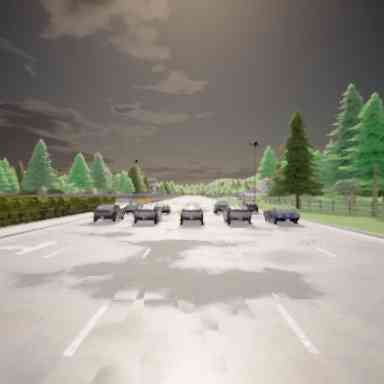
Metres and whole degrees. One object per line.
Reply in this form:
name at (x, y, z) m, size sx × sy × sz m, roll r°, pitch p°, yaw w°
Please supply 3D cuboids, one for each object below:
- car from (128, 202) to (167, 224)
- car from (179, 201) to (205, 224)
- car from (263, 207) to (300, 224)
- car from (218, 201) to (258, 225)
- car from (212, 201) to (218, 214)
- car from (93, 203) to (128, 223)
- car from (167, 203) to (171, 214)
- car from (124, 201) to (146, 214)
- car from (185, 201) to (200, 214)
car at (-3.488, 1.714, 26.978) m, size 2.128 × 1.511 × 4.902 m, roll 0°, pitch 0°, yaw 0°
car at (0.009, 1.712, 26.755) m, size 2.128 × 1.511 × 4.902 m, roll 0°, pitch 0°, yaw 0°
car at (7.007, 1.818, 26.539) m, size 1.895 × 1.301 × 4.718 m, roll 0°, pitch 0°, yaw 0°
car at (3.505, 1.708, 26.336) m, size 2.128 × 1.511 × 4.902 m, roll 0°, pitch 0°, yaw 0°
car at (3.541, 1.835, 40.282) m, size 1.837 × 1.490 × 4.892 m, roll 0°, pitch 0°, yaw 0°
car at (-6.936, 1.738, 28.152) m, size 1.837 × 1.490 × 4.892 m, roll 0°, pitch 0°, yaw 0°
car at (-3.465, 1.922, 39.296) m, size 1.895 × 1.301 × 4.718 m, roll 0°, pitch 0°, yaw 1°
car at (-6.954, 1.899, 40.895) m, size 1.994 × 1.385 × 4.181 m, roll 0°, pitch 0°, yaw 0°
car at (0.046, 1.861, 41.118) m, size 1.812 × 1.442 × 4.674 m, roll 0°, pitch 0°, yaw 0°
